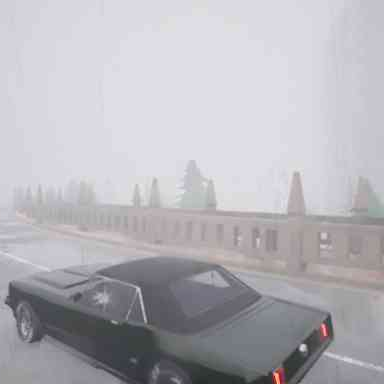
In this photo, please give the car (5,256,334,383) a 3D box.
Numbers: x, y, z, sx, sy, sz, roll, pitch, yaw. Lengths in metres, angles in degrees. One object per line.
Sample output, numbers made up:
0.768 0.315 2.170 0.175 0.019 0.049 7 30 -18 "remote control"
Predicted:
-0.711 1.612 4.679 4.718 1.301 1.895 0 0 38 "car"
